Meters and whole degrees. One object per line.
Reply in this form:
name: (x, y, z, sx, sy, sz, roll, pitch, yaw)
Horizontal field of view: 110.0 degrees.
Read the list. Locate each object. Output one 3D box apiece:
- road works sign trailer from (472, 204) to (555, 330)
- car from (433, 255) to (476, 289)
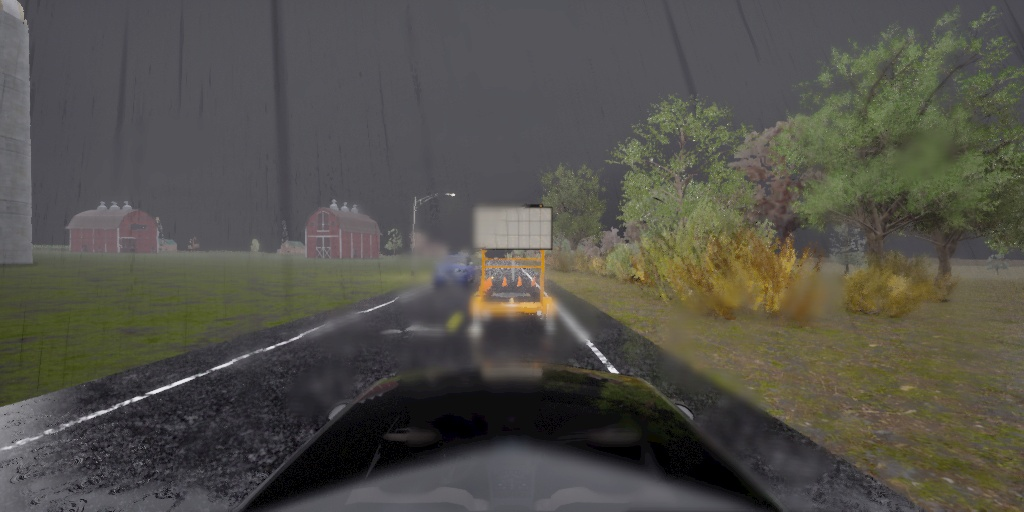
road works sign trailer: (0.038, 0.212, 11.107, 2.380, 3.560, 2.880, 0, 0, 0)
car: (-3.606, 0.968, 23.508, 2.150, 2.045, 5.566, 0, 0, 0)
